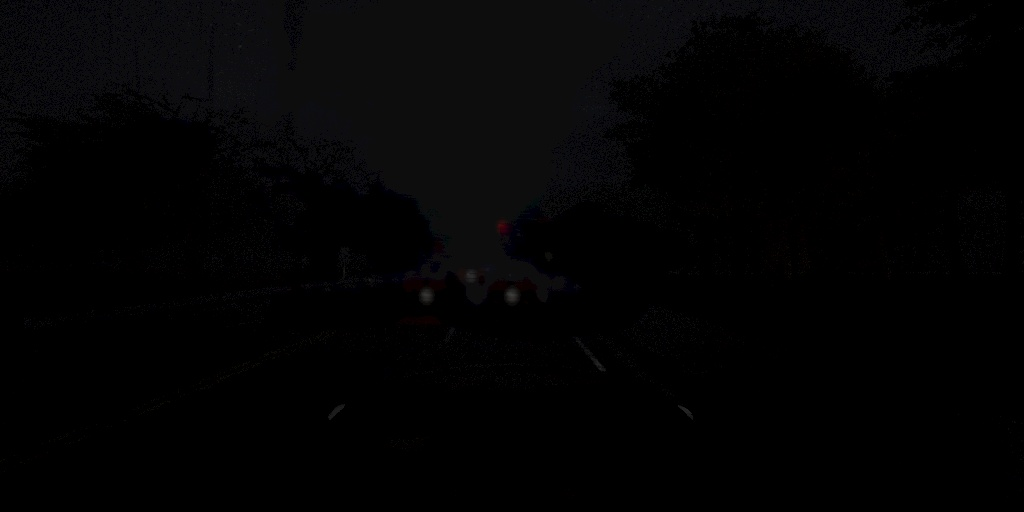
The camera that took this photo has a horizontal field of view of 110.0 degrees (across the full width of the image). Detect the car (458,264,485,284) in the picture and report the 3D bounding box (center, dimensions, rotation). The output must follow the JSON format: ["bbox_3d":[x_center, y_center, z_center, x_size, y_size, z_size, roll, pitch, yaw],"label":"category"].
[{"bbox_3d":[-3.228,1.606,30.379,1.994,1.385,4.181,0,-1,1],"label":"car"}]

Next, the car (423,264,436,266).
[{"bbox_3d":[-9.773,1.659,42.002,2.128,1.511,4.902,0,-1,0],"label":"car"}]

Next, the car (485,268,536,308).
[{"bbox_3d":[0.029,1.372,16.095,1.882,1.535,5.008,0,0,1],"label":"car"}]

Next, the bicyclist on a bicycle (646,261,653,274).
[{"bbox_3d":[18.123,1.504,47.338,0.582,1.620,1.656,0,-1,0],"label":"bicyclist on a bicycle"}]

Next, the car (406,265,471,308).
[{"bbox_3d":[-3.221,1.372,16.090,1.882,1.535,5.008,0,0,1],"label":"car"}]
